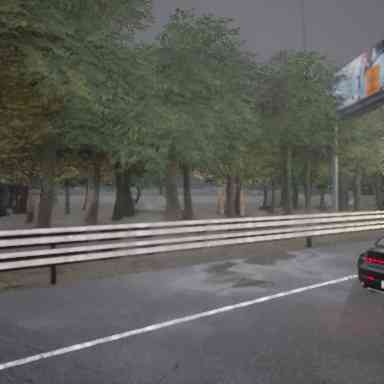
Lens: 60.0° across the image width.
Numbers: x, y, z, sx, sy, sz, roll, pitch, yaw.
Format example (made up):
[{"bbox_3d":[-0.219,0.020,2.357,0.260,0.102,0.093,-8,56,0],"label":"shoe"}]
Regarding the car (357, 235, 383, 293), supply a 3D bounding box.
[{"bbox_3d":[5.815,1.550,7.734,4.892,1.490,1.837,0,0,-34],"label":"car"}]
